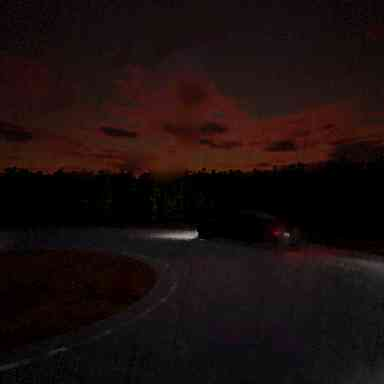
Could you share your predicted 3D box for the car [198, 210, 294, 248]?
[{"bbox_3d":[2.252,1.530,14.809,1.812,1.442,4.674,1,-1,-40],"label":"car"}]
